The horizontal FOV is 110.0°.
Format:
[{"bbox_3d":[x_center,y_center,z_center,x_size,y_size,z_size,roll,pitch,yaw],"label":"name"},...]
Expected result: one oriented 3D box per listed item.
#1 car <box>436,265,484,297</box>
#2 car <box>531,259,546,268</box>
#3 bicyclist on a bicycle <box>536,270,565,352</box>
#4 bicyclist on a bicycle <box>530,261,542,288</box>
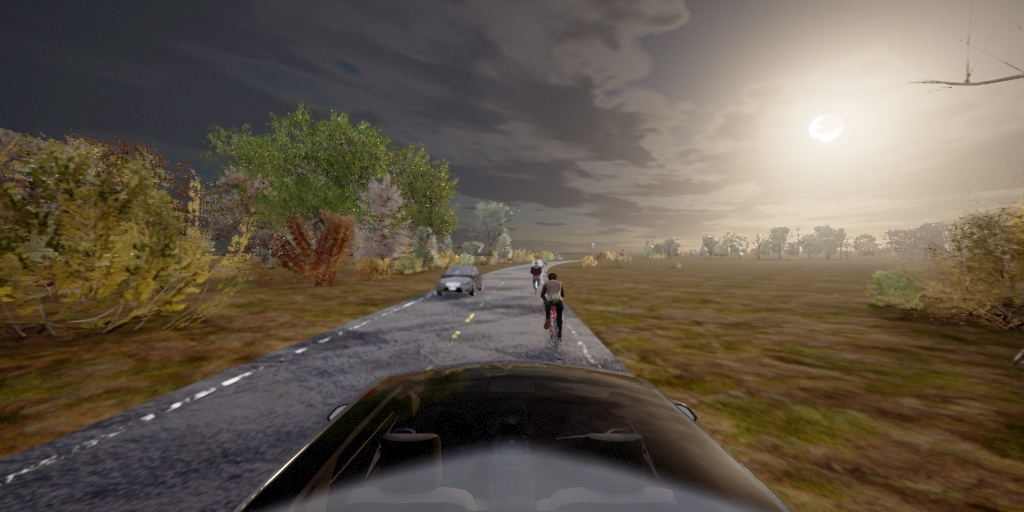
[{"bbox_3d":[-2.653,1.243,19.132,2.128,1.511,4.902,0,0,3],"label":"car"},{"bbox_3d":[4.154,1.296,58.654,1.812,1.442,4.674,0,0,8],"label":"car"},{"bbox_3d":[0.920,1.203,7.983,0.582,1.620,1.656,0,0,1],"label":"bicyclist on a bicycle"},{"bbox_3d":[1.231,1.123,18.148,0.659,1.776,1.843,0,0,2],"label":"bicyclist on a bicycle"}]
